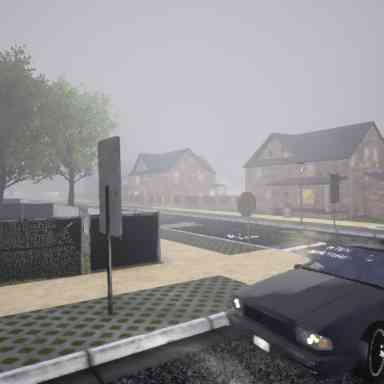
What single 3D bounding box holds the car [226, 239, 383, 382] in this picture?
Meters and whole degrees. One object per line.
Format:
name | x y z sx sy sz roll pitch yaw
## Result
car | 3.214 1.552 5.511 5.357 1.411 2.033 0 0 -29
